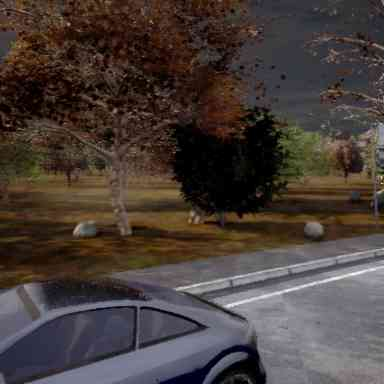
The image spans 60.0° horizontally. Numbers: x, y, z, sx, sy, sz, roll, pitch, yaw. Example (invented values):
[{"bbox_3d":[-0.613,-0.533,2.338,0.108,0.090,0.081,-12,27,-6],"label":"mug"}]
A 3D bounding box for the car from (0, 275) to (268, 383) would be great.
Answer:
[{"bbox_3d":[-1.324,1.556,2.911,4.181,1.385,1.994,0,0,-35],"label":"car"}]
